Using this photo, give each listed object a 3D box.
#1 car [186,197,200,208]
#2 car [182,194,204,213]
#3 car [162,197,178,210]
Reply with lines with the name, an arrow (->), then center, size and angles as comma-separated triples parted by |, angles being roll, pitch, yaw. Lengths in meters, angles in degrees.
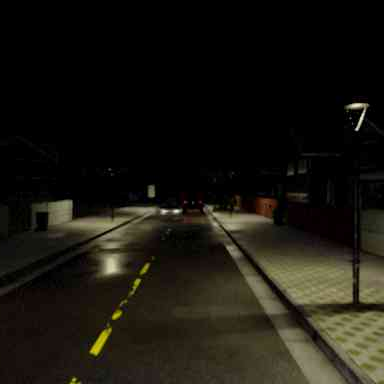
car -> 0.123, 1.474, 47.424 | 1.837, 1.490, 4.892 | 0, 0, 0
car -> 0.116, 1.205, 36.351 | 2.150, 2.045, 5.566 | 0, 0, 0
car -> -2.801, 1.453, 43.618 | 1.882, 1.535, 5.008 | 0, 0, 0
